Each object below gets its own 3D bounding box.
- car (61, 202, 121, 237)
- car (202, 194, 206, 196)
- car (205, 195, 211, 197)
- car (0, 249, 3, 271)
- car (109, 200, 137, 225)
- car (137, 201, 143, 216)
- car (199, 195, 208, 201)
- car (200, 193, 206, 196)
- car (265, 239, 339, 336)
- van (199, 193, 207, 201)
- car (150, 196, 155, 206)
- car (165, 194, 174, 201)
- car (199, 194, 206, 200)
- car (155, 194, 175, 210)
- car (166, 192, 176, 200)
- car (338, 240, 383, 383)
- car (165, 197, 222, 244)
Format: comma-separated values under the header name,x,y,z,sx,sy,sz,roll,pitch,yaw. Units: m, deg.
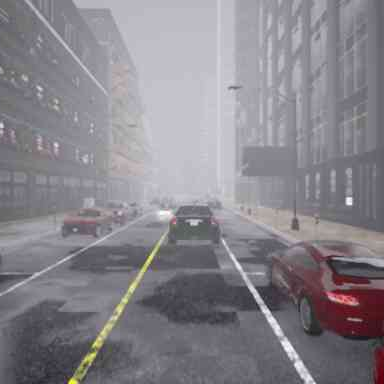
name,x,y,z,sx,sy,sz,roll,pitch,yaw
car,-5.308,1.471,17.387,1.887,1.381,4.507,1,0,0
car,2.573,1.357,45.244,1.752,1.417,4.829,0,0,0
car,2.573,1.414,39.537,1.947,1.339,4.313,0,0,0
car,-5.308,1.554,6.315,1.802,1.307,4.206,1,0,0
car,-5.306,1.345,22.922,1.967,1.590,4.097,1,0,0
car,-5.307,1.429,28.459,1.887,1.381,4.507,0,0,0
car,2.574,1.288,72.923,1.752,1.417,4.829,0,0,0
car,2.753,1.252,58.410,1.801,1.575,5.366,0,0,0
car,2.572,1.554,6.324,1.802,1.307,4.206,0,0,0
van,2.575,1.094,78.287,1.690,1.788,3.998,0,0,0
car,-5.306,1.257,50.601,1.967,1.590,4.097,0,0,0
car,-5.305,1.193,78.282,1.967,1.590,4.097,0,0,0
car,2.574,1.269,83.994,1.752,1.417,4.829,0,0,0
car,-2.841,1.338,40.031,2.128,1.511,4.902,0,0,0
car,-5.305,1.059,83.817,2.192,1.841,5.009,0,0,0
car,2.574,1.311,0.787,2.192,1.841,5.009,1,0,0
car,0.092,1.285,15.456,2.097,1.767,4.553,0,0,0
